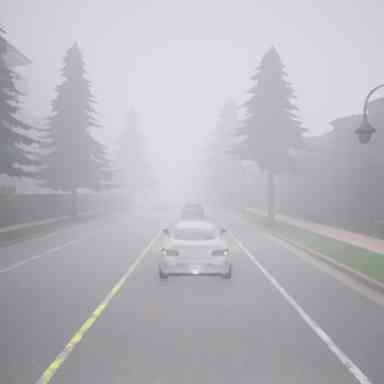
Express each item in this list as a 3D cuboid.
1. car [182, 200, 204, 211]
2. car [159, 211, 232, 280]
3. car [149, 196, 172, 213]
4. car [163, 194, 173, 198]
[{"bbox_3d":[0.094,1.503,30.251,2.128,1.511,4.902,0,0,0],"label":"car"},{"bbox_3d":[0.080,1.529,9.807,1.812,1.442,4.674,0,0,0],"label":"car"},{"bbox_3d":[-3.594,1.540,37.427,1.812,1.442,4.674,0,0,0],"label":"car"},{"bbox_3d":[-5.749,1.123,78.260,1.882,1.535,5.008,0,0,-18],"label":"car"}]
